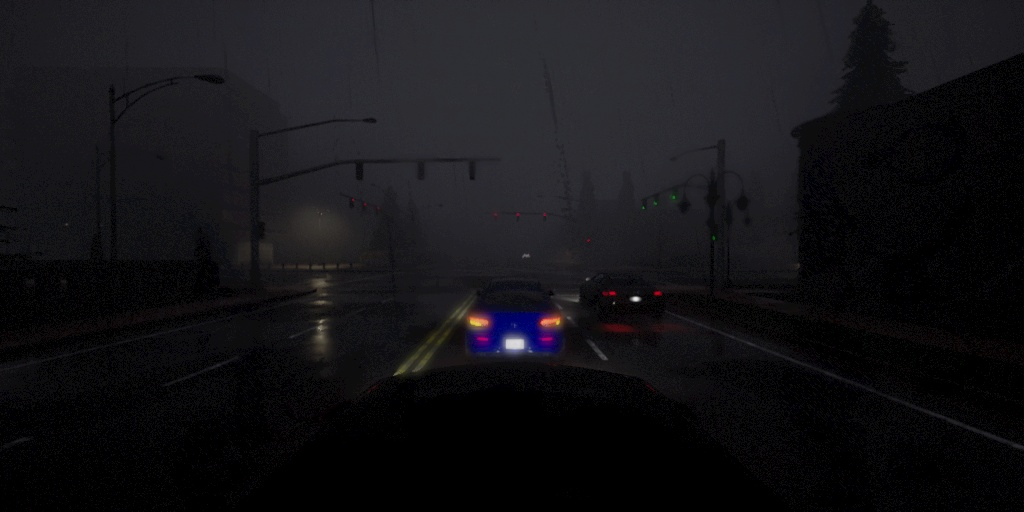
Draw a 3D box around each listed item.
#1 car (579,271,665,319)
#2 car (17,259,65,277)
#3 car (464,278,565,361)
[{"bbox_3d":[3.580,1.208,12.360,1.994,1.385,4.181,0,0,0],"label":"car"},{"bbox_3d":[-36.837,0.978,27.408,5.008,1.535,1.882,0,1,0],"label":"car"},{"bbox_3d":[0.063,1.214,8.007,1.812,1.442,4.674,0,1,0],"label":"car"}]
